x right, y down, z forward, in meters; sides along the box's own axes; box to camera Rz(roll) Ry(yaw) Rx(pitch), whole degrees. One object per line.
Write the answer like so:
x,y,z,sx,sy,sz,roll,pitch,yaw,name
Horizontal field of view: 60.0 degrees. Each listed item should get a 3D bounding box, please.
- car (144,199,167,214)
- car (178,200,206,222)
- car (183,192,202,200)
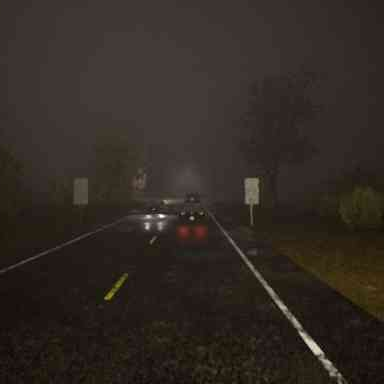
-3.567,1.408,33.063,1.994,1.385,4.181,0,0,0,car
0.012,1.476,24.551,1.895,1.301,4.718,0,0,0,car
0.047,1.034,43.418,2.150,2.045,5.566,0,0,0,car
